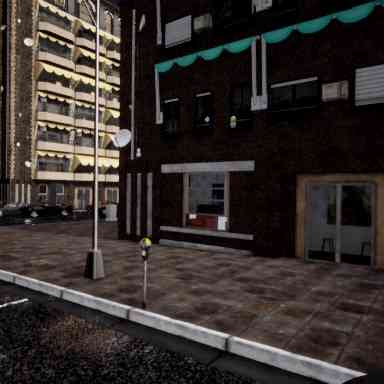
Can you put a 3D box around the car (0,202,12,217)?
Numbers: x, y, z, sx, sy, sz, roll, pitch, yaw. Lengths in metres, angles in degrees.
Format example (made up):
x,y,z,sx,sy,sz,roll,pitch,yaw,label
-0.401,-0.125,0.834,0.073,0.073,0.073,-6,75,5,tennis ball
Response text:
x,y,z,sx,sy,sz,roll,pitch,yaw,label
-17.466,1.624,32.144,2.008,1.369,4.403,1,0,36,car

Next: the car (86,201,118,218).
x,y,z,sx,sy,sz,roll,pitch,yaw,label
-7.443,1.824,31.616,1.947,1.339,4.313,1,0,36,car

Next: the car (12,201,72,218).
x,y,z,sx,sy,sz,roll,pitch,yaw,label
-14.179,1.611,32.224,1.882,1.535,5.008,1,0,36,car

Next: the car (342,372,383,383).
x,y,z,sx,sy,sz,roll,pitch,yaw,label
2.655,1.551,1.120,4.403,1.369,2.008,0,1,36,car
